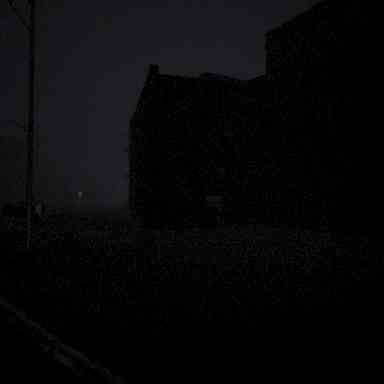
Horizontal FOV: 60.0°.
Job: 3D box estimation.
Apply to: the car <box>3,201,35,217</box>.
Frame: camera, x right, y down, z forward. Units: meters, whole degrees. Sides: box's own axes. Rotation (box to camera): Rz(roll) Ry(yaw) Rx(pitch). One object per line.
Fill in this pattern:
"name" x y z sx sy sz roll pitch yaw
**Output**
"car" -17.566 1.695 34.051 1.882 1.535 5.008 1 -1 -9
